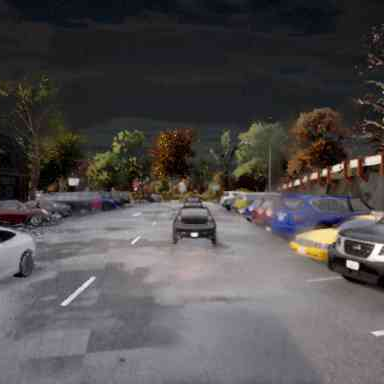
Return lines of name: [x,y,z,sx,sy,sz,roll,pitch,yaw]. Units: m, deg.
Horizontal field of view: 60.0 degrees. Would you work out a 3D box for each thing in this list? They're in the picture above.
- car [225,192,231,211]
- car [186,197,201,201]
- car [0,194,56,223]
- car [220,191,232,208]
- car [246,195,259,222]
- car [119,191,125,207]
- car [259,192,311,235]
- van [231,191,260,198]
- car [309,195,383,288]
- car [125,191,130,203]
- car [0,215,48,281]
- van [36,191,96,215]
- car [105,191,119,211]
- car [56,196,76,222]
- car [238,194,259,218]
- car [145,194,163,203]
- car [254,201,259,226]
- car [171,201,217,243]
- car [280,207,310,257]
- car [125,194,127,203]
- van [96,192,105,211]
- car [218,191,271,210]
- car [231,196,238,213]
car: [5.993,1.144,31.975,4.553,1.767,2.185,1,1,-20]
car: [0.113,1.267,32.859,2.128,1.511,4.902,0,0,0]
car: [-11.027,1.223,20.439,4.553,1.767,2.185,-1,0,-20]
car: [5.943,0.997,34.972,5.566,2.045,2.435,1,1,-20]
car: [5.921,1.227,19.875,4.553,1.767,2.185,1,0,-20]
car: [-10.962,0.973,38.216,5.566,2.045,2.435,-1,0,-20]
car: [5.975,1.142,13.849,5.566,2.045,2.435,1,0,-20]
van: [6.067,1.066,28.991,4.442,1.987,1.878,1,0,-20]
car: [5.912,1.182,7.786,5.566,2.045,2.435,1,1,-20]
car: [-11.004,0.932,44.100,5.566,2.045,2.435,-1,1,-20]
car: [-5.106,1.476,7.200,1.812,1.442,4.674,0,0,0]
van: [-11.102,1.063,29.281,4.442,1.987,1.878,-1,1,-20]
car: [-10.966,0.994,35.257,5.566,2.045,2.435,-1,0,-20]
car: [-10.994,1.329,23.415,4.892,1.521,2.231,-1,1,-20]
car: [5.915,1.206,22.904,4.553,1.767,2.185,1,0,-20]
car: [-6.666,1.109,57.820,1.837,1.490,4.892,0,0,-29]
car: [5.916,1.402,16.852,4.792,1.488,2.163,1,1,-20]
car: [0.101,1.401,15.429,1.837,1.490,4.892,0,0,0]
car: [5.769,1.409,10.750,5.366,1.575,1.946,1,1,-20]
car: [-10.965,1.233,41.185,4.792,1.488,2.163,-1,0,-20]
van: [-11.099,1.042,32.240,4.442,1.987,1.878,-1,1,-20]
car: [5.986,0.976,38.033,5.566,2.045,2.435,1,0,-20]
car: [5.961,1.313,25.926,4.892,1.521,2.231,1,1,-20]
